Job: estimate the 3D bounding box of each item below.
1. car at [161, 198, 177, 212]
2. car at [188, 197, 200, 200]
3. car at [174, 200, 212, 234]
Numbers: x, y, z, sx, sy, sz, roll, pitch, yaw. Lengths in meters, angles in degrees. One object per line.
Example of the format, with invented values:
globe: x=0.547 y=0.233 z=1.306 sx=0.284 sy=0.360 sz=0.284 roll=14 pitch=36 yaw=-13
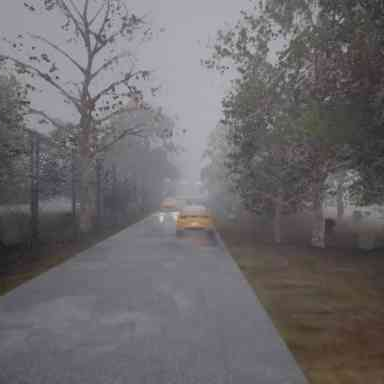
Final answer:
car: x=-2.636 y=1.515 z=40.082 sx=1.882 sy=1.535 sz=5.008 roll=0 pitch=0 yaw=1
car: x=0.232 y=1.388 z=40.057 sx=2.097 sy=1.767 sz=4.553 roll=0 pitch=0 yaw=0
car: x=0.137 y=1.494 z=19.559 sx=1.882 sy=1.535 sz=5.008 roll=0 pitch=0 yaw=0
